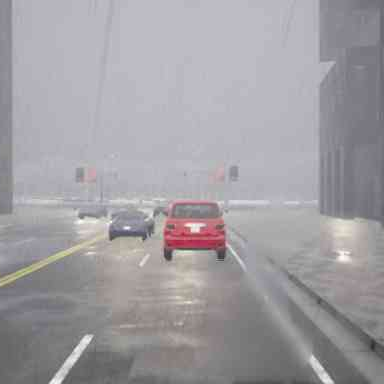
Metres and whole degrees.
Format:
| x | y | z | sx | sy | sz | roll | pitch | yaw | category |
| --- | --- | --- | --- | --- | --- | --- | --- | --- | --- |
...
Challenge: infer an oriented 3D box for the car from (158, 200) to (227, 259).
| x | y | z | sx | sy | sz | roll | pitch | yaw | category |
| --- | --- | --- | --- | --- | --- | --- | --- | --- | --- |
| 0.087 | 1.328 | 13.147 | 2.150 | 2.045 | 5.566 | 0 | -1 | 0 | car |

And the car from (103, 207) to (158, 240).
| x | y | z | sx | sy | sz | roll | pitch | yaw | category |
| --- | --- | --- | --- | --- | --- | --- | --- | --- | --- |
| -3.154 | 1.739 | 18.115 | 1.994 | 1.385 | 4.181 | 0 | -1 | 0 | car |

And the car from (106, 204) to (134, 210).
| x | y | z | sx | sy | sz | roll | pitch | yaw | category |
| --- | --- | --- | --- | --- | --- | --- | --- | --- | --- |
| -6.536 | 1.900 | 32.160 | 1.837 | 1.490 | 4.892 | 0 | -1 | 1 | car |

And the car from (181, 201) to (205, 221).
| x | y | z | sx | sy | sz | roll | pitch | yaw | category |
| --- | --- | --- | --- | --- | --- | --- | --- | --- | --- |
| 0.093 | 1.743 | 32.121 | 2.097 | 1.767 | 4.553 | 0 | -1 | 0 | car |

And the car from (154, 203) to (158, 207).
| x | y | z | sx | sy | sz | roll | pitch | yaw | category |
| --- | --- | --- | --- | --- | --- | --- | --- | --- | --- |
| -3.157 | 1.963 | 36.438 | 1.837 | 1.490 | 4.892 | 0 | -1 | 0 | car |

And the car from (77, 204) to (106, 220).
| x | y | z | sx | sy | sz | roll | pitch | yaw | category |
| --- | --- | --- | --- | --- | --- | --- | --- | --- | --- |
| -9.770 | 1.961 | 33.478 | 2.033 | 1.411 | 5.357 | 0 | -1 | 0 | car |
